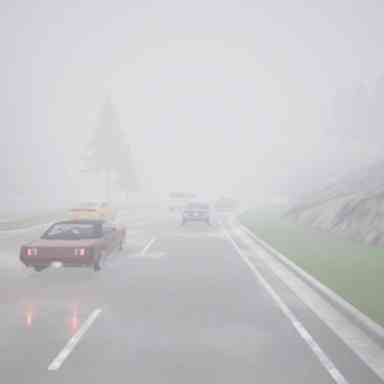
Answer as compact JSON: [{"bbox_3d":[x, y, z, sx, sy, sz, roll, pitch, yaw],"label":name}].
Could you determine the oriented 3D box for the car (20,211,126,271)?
[{"bbox_3d":[-3.396,1.524,10.603,1.895,1.301,4.718,0,0,0],"label":"car"}]

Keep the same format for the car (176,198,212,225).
[{"bbox_3d":[0.361,1.386,22.474,2.033,1.411,5.357,0,0,3],"label":"car"}]

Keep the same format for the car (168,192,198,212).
[{"bbox_3d":[-0.738,0.973,34.703,2.150,2.045,5.566,0,0,16],"label":"car"}]

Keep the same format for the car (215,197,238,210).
[{"bbox_3d":[4.044,1.271,38.687,2.033,1.411,5.357,0,0,17],"label":"car"}]

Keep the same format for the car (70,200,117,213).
[{"bbox_3d":[-6.596,1.314,22.779,1.882,1.535,5.008,0,0,3],"label":"car"}]
